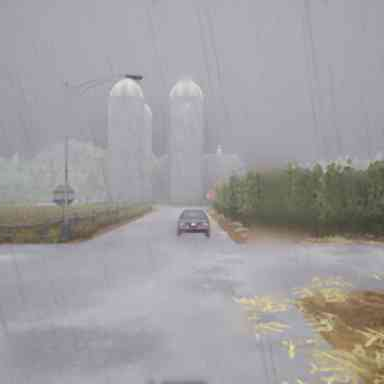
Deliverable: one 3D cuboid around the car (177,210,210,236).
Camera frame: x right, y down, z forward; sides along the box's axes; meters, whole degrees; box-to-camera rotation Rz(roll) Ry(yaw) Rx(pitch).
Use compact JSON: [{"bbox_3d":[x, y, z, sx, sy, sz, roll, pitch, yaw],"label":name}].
[{"bbox_3d":[0.090,1.772,19.790,2.033,1.411,5.357,0,-1,0],"label":"car"}]
